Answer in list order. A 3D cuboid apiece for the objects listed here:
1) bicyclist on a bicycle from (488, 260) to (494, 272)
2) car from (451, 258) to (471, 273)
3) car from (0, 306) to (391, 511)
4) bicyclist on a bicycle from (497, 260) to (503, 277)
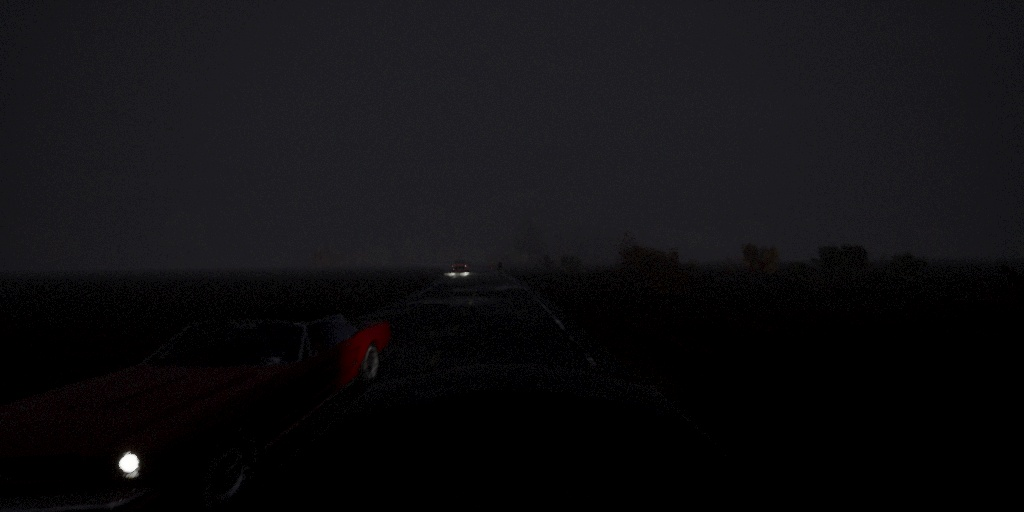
[{"bbox_3d":[-2.622,1.267,45.291,0.866,1.612,1.509,-1,0,-9],"label":"bicyclist on a bicycle"},{"bbox_3d":[-6.853,1.223,47.014,2.097,1.767,4.553,-1,0,-9],"label":"car"},{"bbox_3d":[-3.127,1.381,4.366,1.895,1.301,4.718,0,0,-1],"label":"car"},{"bbox_3d":[-1.177,1.256,35.291,0.582,1.620,1.656,0,-1,-7],"label":"bicyclist on a bicycle"}]
